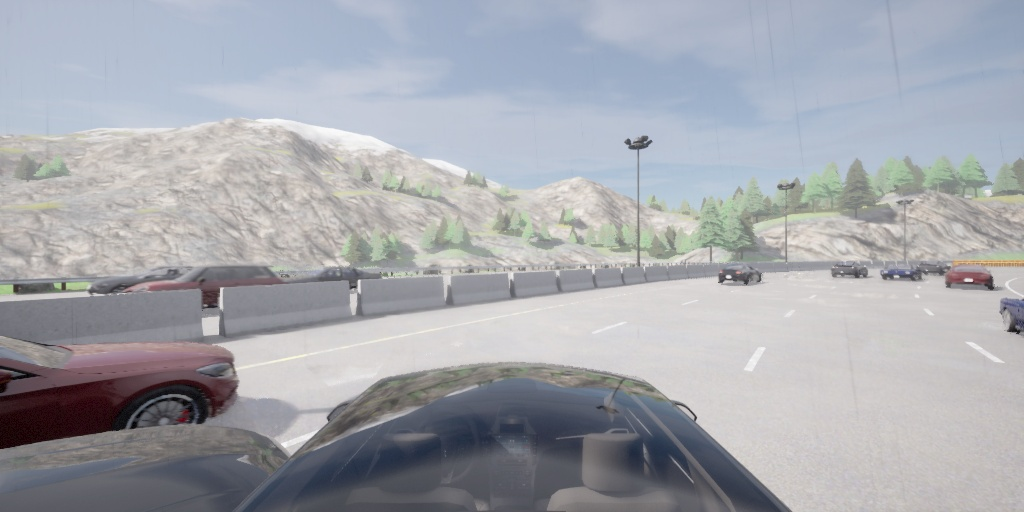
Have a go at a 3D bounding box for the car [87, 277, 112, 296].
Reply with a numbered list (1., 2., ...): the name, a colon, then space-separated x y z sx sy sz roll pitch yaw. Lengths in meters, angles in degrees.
1. car: -16.421 1.241 17.067 2.128 1.511 4.902 0 0 39

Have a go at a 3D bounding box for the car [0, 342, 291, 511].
1. car: -2.981 1.255 0.486 4.892 1.490 1.837 0 0 -45

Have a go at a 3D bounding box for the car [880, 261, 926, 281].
1. car: 32.307 1.351 29.687 4.718 1.301 1.895 0 0 -35

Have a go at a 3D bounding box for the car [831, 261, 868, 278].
1. car: 31.374 1.241 33.297 4.902 1.511 2.128 0 0 -35

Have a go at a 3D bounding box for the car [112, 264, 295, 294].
1. car: -10.801 1.102 12.883 2.097 1.767 4.553 0 0 39

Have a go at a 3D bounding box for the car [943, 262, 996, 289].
1. car: 29.306 1.275 23.013 4.674 1.442 1.812 0 0 -38

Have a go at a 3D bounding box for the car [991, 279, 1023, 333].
1. car: 12.462 1.350 7.577 1.895 1.301 4.718 0 0 43

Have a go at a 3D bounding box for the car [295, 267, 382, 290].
1. car: -9.811 1.297 19.641 2.033 1.411 5.357 0 0 41

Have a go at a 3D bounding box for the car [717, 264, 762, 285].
1. car: 16.667 1.276 26.201 4.674 1.442 1.812 0 0 -41

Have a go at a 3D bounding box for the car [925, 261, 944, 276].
1. car: 43.312 1.241 36.820 4.902 1.511 2.128 0 0 -31

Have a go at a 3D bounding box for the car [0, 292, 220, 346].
1. car: -5.088 1.276 2.849 1.812 1.442 4.674 0 0 36
